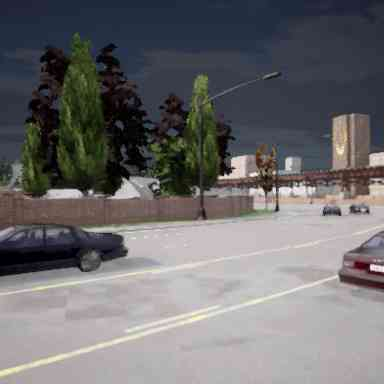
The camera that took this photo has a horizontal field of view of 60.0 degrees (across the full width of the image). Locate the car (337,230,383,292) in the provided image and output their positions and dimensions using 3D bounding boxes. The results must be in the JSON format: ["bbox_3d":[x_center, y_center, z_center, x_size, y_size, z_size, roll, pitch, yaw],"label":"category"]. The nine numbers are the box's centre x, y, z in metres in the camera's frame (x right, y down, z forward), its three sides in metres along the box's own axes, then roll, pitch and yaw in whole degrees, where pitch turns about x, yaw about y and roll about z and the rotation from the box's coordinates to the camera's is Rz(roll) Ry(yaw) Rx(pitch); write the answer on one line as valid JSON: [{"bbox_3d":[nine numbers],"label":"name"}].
[{"bbox_3d":[5.714,1.645,8.512,5.357,1.411,2.033,1,-1,-41],"label":"car"}]

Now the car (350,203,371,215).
[{"bbox_3d":[21.643,2.114,42.966,2.128,1.511,4.902,-1,-1,17],"label":"car"}]

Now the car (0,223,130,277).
[{"bbox_3d":[-4.517,1.607,9.469,5.357,1.411,2.033,1,-1,-37],"label":"car"}]

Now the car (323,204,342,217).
[{"bbox_3d":[16.497,2.130,39.125,1.994,1.385,4.181,0,-1,23],"label":"car"}]
